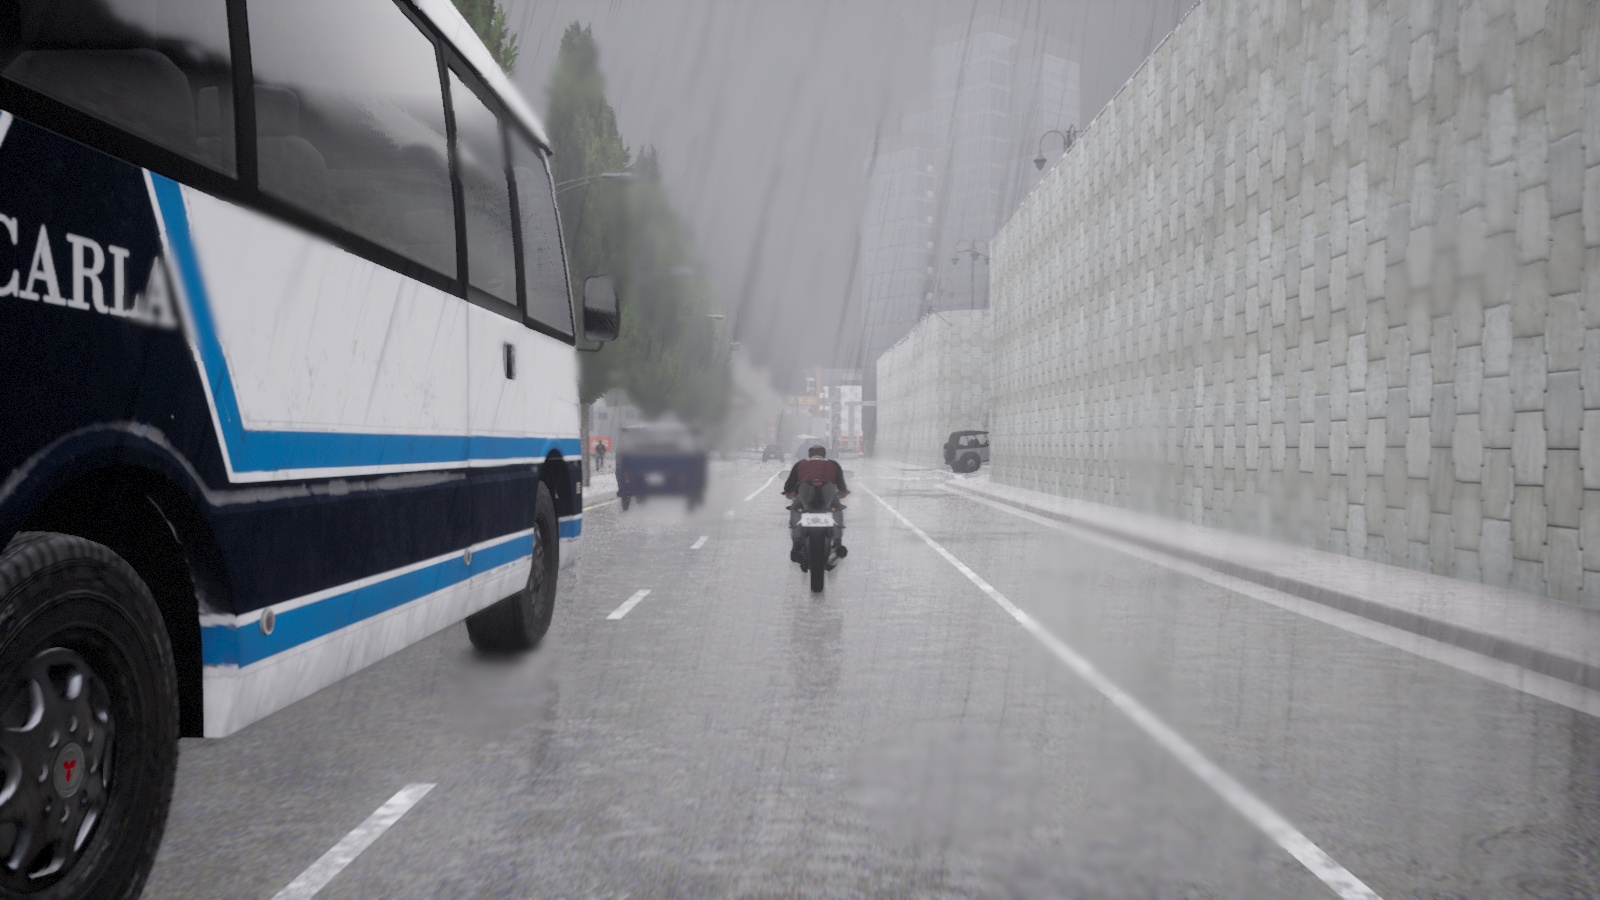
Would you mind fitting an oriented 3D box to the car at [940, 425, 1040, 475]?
[{"bbox_3d":[8.412,0.002,55.827,3.866,1.878,1.905,-5,0,-8],"label":"car"}]

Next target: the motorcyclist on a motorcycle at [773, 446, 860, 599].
[{"bbox_3d":[0.177,0.723,13.673,0.866,1.530,2.191,0,0,1],"label":"motorcyclist on a motorcycle"}]

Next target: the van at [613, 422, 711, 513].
[{"bbox_3d":[-3.165,0.369,29.579,1.775,1.987,4.442,0,0,1],"label":"van"}]

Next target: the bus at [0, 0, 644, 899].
[{"bbox_3d":[-3.400,-0.659,5.976,3.944,4.253,10.273,0,0,1],"label":"bus"}]
